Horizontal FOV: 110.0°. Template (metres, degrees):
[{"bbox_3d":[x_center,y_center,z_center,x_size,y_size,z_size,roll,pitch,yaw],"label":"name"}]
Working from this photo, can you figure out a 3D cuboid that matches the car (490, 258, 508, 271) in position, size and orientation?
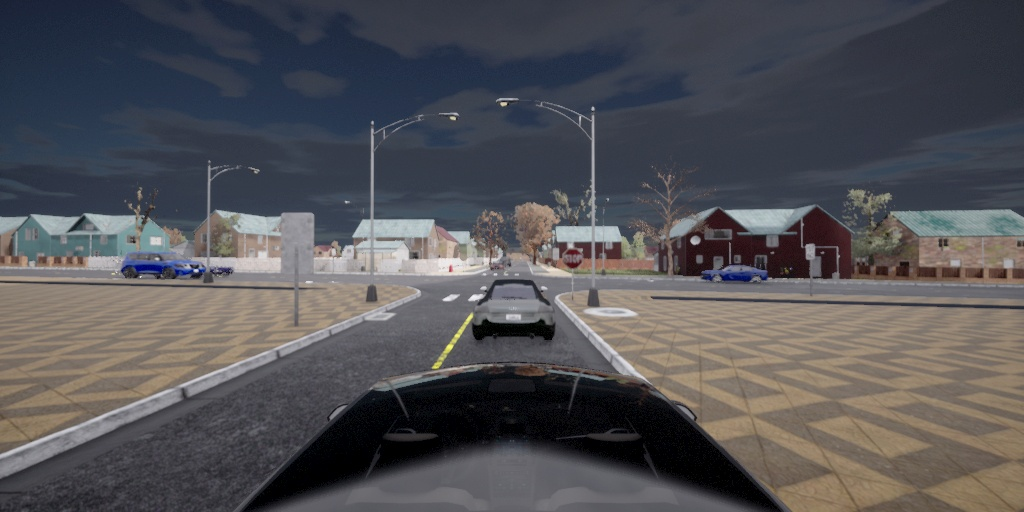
[{"bbox_3d":[-2.070,1.407,51.588,1.994,1.385,4.181,0,0,2],"label":"car"}]

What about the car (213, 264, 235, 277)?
[{"bbox_3d":[-26.143,1.130,30.181,4.718,1.301,1.895,1,0,8],"label":"car"}]

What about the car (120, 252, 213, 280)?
[{"bbox_3d":[-26.118,0.723,26.902,5.566,2.045,2.150,1,0,8],"label":"car"}]

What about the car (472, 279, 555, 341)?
[{"bbox_3d":[0.050,1.325,9.967,1.994,1.385,4.181,0,0,0],"label":"car"}]

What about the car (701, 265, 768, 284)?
[{"bbox_3d":[18.985,1.536,30.771,5.008,1.535,1.882,1,0,8],"label":"car"}]
